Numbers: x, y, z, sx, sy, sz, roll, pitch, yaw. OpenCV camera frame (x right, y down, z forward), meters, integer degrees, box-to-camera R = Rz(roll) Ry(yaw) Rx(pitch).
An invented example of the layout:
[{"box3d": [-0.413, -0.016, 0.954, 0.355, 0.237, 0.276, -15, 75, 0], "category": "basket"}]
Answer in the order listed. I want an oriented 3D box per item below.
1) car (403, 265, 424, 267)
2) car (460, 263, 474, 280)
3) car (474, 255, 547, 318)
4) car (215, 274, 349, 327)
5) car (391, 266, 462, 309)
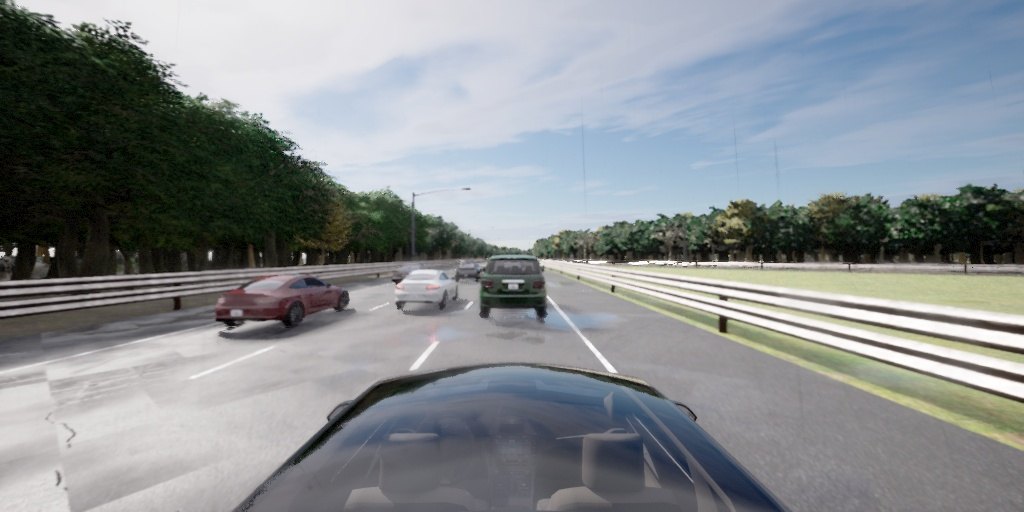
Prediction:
[{"box3d": [-6.955, 1.322, 25.684, 2.033, 1.411, 5.357, 0, 0, 0], "category": "car"}, {"box3d": [-3.427, 1.272, 29.429, 2.128, 1.511, 4.902, 0, 0, 0], "category": "car"}, {"box3d": [0.065, 0.982, 13.248, 2.150, 2.045, 5.566, 0, 0, 1], "category": "car"}, {"box3d": [-6.954, 1.283, 11.369, 1.812, 1.442, 4.674, 0, 0, 0], "category": "car"}, {"box3d": [-3.428, 1.287, 14.927, 1.812, 1.442, 4.674, 0, 0, 0], "category": "car"}]
